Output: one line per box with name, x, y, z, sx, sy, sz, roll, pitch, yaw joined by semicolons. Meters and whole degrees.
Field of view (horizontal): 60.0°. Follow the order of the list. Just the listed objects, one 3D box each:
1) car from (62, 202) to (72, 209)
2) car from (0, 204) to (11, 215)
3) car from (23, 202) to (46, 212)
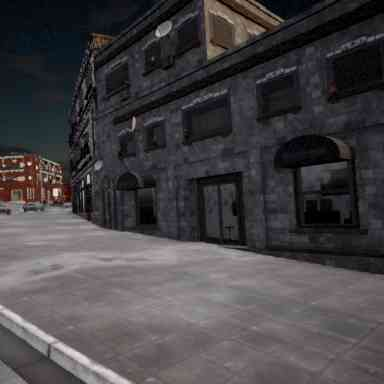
car;-29.077;3.168;78.030;1.837;1.490;4.892;-3;-1;-3
car;-23.129;2.075;39.211;1.812;1.442;4.674;-3;-1;-5
car;-24.096;2.255;51.047;2.128;1.511;4.902;-3;-1;-3
